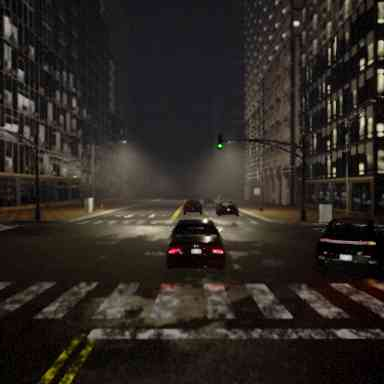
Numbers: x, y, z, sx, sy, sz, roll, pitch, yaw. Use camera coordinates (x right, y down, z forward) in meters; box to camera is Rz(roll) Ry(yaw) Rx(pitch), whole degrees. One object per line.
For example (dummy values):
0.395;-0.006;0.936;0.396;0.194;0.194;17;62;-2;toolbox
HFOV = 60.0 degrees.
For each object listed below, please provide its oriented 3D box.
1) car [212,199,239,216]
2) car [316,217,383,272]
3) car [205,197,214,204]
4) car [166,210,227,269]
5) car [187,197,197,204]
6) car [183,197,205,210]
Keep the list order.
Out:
3.354;1.600;32.538;1.994;1.385;4.181;0;0;0;car
5.623;1.633;11.554;2.128;1.511;4.902;0;0;31;car
3.256;1.656;62.828;1.895;1.301;4.718;0;0;0;car
0.115;1.642;11.626;2.033;1.411;5.357;1;1;0;car
0.009;1.656;64.480;1.895;1.301;4.718;0;0;0;car
0.104;1.516;35.249;1.882;1.535;5.008;0;0;0;car
